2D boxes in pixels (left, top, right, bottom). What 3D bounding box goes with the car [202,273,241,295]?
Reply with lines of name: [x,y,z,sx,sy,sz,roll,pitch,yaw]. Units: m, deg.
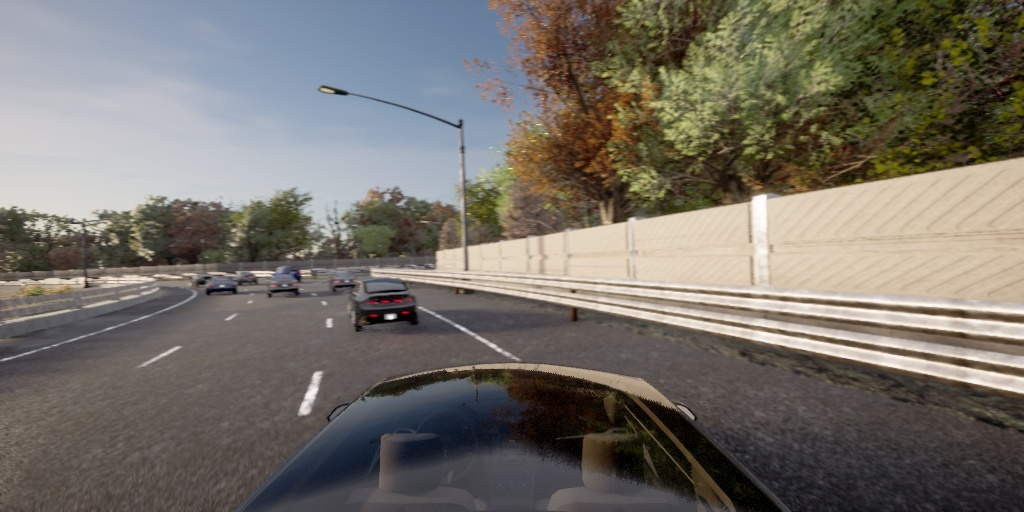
car: [-24.151,2.414,29.844,1.994,1.385,4.181,-2,-1,-39]

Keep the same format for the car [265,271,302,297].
car: [-16.531,2.080,25.784,2.033,1.411,5.357,-2,0,-36]

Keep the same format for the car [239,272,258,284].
car: [-32.382,2.741,43.469,4.902,1.511,2.128,-3,-1,43]

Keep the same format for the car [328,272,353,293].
car: [-13.322,1.971,28.351,2.033,1.411,5.357,-2,0,-30]

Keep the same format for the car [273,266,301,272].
car: [-27.496,2.283,43.722,5.566,2.045,2.150,-3,-1,44]

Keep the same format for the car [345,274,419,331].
car: [-4.507,1.493,12.266,1.837,1.490,4.892,-2,0,-27]

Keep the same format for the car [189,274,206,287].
car: [-36.947,2.927,42.834,4.892,1.490,1.837,-3,-1,41]
